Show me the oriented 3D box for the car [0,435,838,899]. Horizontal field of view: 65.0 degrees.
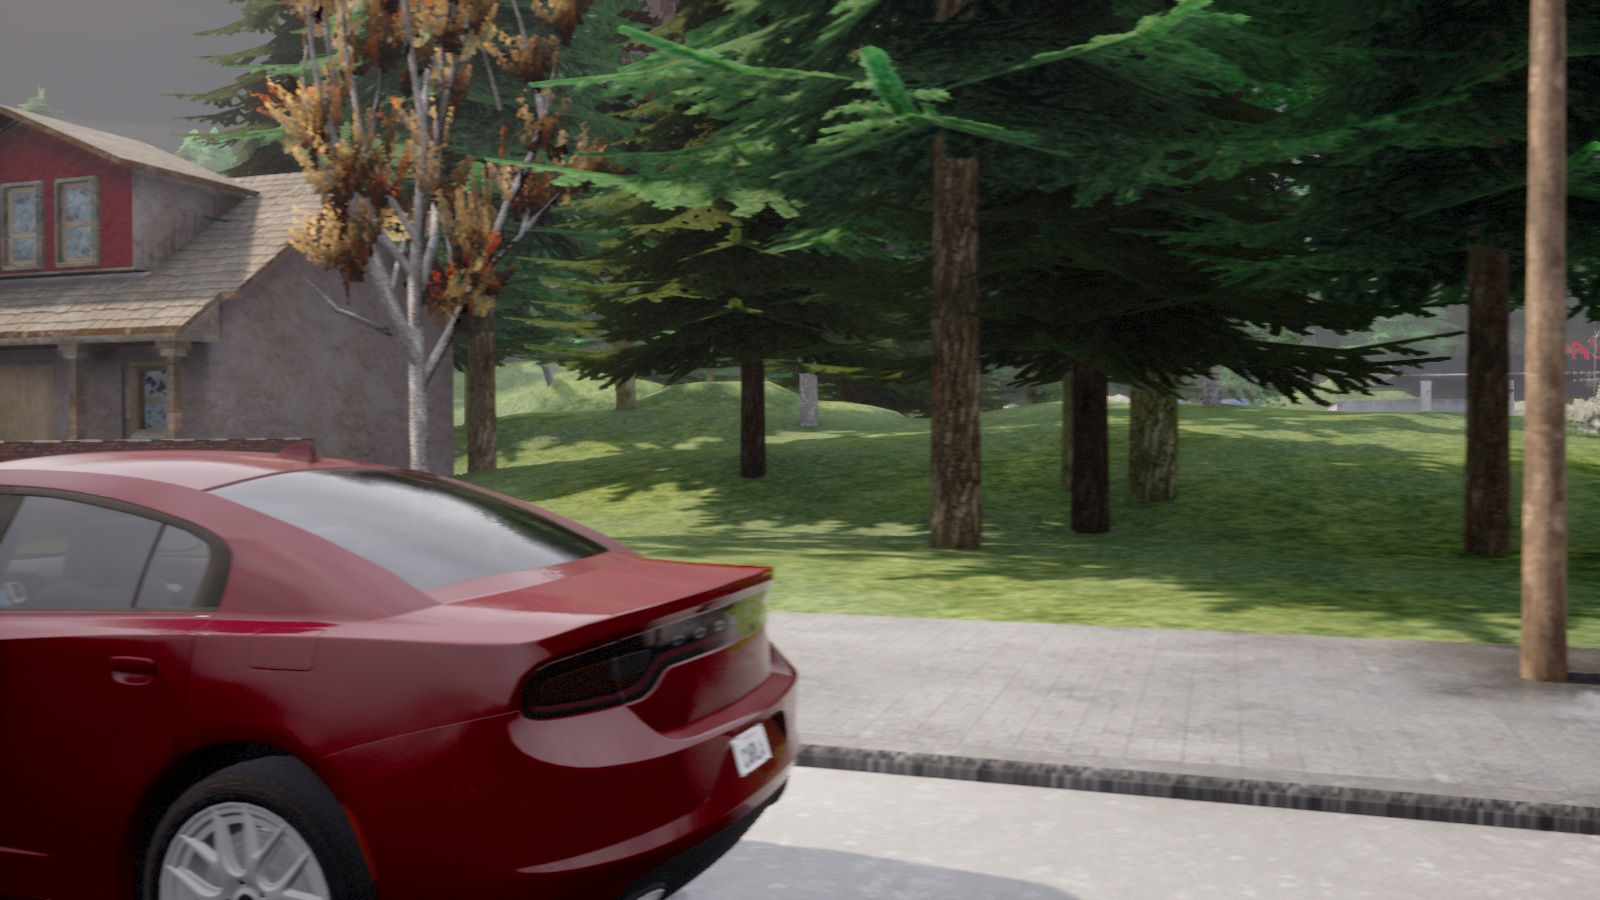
[{"bbox_3d":[-2.535,0.721,4.573,5.008,1.535,1.882,1,1,19],"label":"car"}]
